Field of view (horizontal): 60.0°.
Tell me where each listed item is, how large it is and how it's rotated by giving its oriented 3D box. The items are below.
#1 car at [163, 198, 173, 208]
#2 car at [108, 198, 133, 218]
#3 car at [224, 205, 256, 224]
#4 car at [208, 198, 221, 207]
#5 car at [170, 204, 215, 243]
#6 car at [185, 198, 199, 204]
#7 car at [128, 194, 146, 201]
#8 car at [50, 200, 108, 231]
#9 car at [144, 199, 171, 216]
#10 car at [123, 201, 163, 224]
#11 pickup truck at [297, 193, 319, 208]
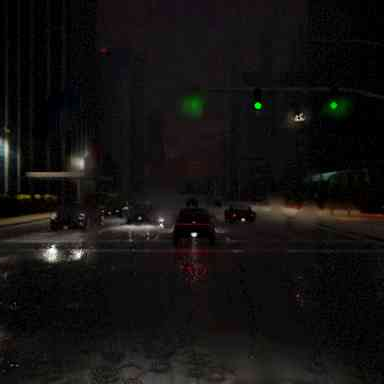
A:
[{"bbox_3d":[-3.523,1.587,44.328,1.882,1.535,5.008,0,0,0],"label":"car"},{"bbox_3d":[-7.087,1.581,31.084,1.837,1.490,4.892,0,0,0],"label":"car"},{"bbox_3d":[3.585,1.664,25.531,1.895,1.301,4.718,0,0,0],"label":"car"},{"bbox_3d":[3.483,1.608,52.605,1.882,1.535,5.008,0,0,0],"label":"car"},{"bbox_3d":[0.091,1.546,16.440,1.837,1.490,4.892,0,0,0],"label":"car"},{"bbox_3d":[-0.027,1.631,51.011,1.837,1.490,4.892,0,0,0],"label":"car"},{"bbox_3d":[-7.022,1.324,41.492,2.150,2.045,5.566,0,0,0],"label":"car"},{"bbox_3d":[-7.100,1.404,20.931,2.097,1.767,4.553,0,0,0],"label":"car"},{"bbox_3d":[-3.570,1.685,34.207,1.895,1.301,4.718,0,0,0],"label":"car"},{"bbox_3d":[-3.593,1.626,24.917,1.994,1.385,4.181,0,0,0],"label":"car"},{"bbox_3d":[16.597,1.175,46.852,2.390,2.098,6.274,0,0,30],"label":"pickup truck"}]
